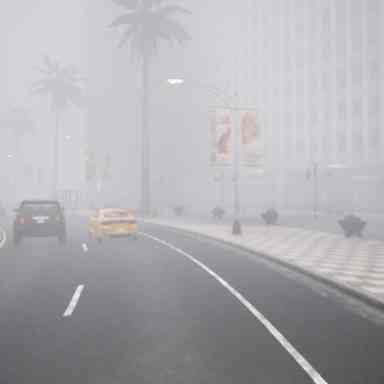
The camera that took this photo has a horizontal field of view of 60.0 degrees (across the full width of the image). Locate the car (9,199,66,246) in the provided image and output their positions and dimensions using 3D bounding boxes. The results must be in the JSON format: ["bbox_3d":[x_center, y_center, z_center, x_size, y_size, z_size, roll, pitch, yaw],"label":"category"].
[{"bbox_3d":[-7.596,1.374,16.614,2.150,2.045,5.566,0,-1,-25],"label":"car"}]

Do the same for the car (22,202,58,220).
[{"bbox_3d":[-14.893,1.775,32.482,1.882,1.535,5.008,0,-1,-41],"label":"car"}]

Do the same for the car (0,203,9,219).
[{"bbox_3d":[-19.410,1.833,32.321,1.837,1.490,4.892,0,-1,-42],"label":"car"}]

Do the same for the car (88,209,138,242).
[{"bbox_3d":[-4.219,1.611,17.353,1.882,1.535,5.008,0,0,-23],"label":"car"}]
